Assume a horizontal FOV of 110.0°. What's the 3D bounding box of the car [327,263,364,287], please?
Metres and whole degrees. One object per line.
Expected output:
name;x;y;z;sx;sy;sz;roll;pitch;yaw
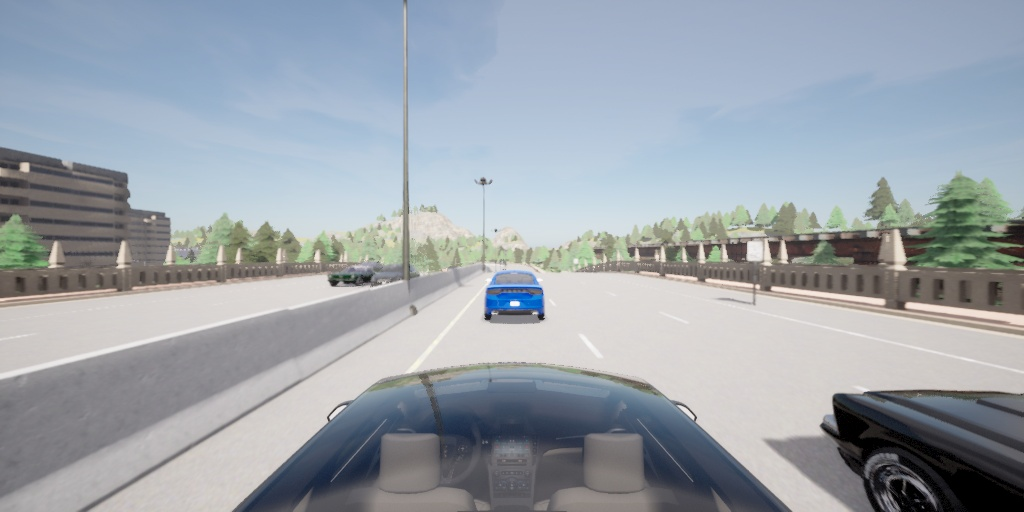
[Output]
car;-10.632;1.352;24.500;1.895;1.301;4.718;0;0;0

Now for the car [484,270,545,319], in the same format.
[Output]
car;0.081;1.225;12.798;1.882;1.535;5.008;0;0;0

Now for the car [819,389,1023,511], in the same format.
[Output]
car;3.572;1.349;0.910;1.895;1.301;4.718;0;0;0

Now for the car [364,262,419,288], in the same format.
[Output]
car;-7.128;1.254;22.293;1.837;1.490;4.892;0;0;0
